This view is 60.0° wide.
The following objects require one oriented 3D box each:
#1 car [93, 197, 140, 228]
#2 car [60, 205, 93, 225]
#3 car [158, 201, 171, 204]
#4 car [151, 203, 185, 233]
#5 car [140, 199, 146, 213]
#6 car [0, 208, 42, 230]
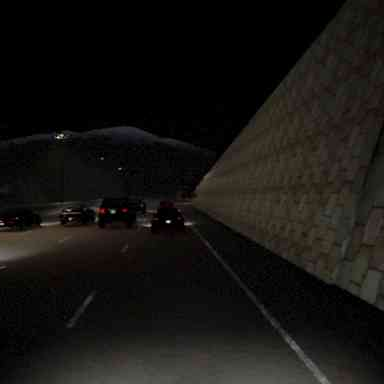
[{"bbox_3d":[-5.318,1.408,24.177,2.150,2.045,5.566,-1,-1,-5],"label":"car"},{"bbox_3d":[-9.017,1.767,26.521,2.128,1.511,4.902,-1,0,-5],"label":"car"},{"bbox_3d":[-2.996,1.750,38.590,1.994,1.385,4.181,-1,0,-5],"label":"car"},{"bbox_3d":[-1.520,1.663,20.840,1.994,1.385,4.181,-1,0,-5],"label":"car"},{"bbox_3d":[-6.626,1.618,39.956,2.097,1.767,4.553,-1,0,-5],"label":"car"},{"bbox_3d":[-12.280,1.861,23.544,1.812,1.442,4.674,-1,0,-5],"label":"car"}]
